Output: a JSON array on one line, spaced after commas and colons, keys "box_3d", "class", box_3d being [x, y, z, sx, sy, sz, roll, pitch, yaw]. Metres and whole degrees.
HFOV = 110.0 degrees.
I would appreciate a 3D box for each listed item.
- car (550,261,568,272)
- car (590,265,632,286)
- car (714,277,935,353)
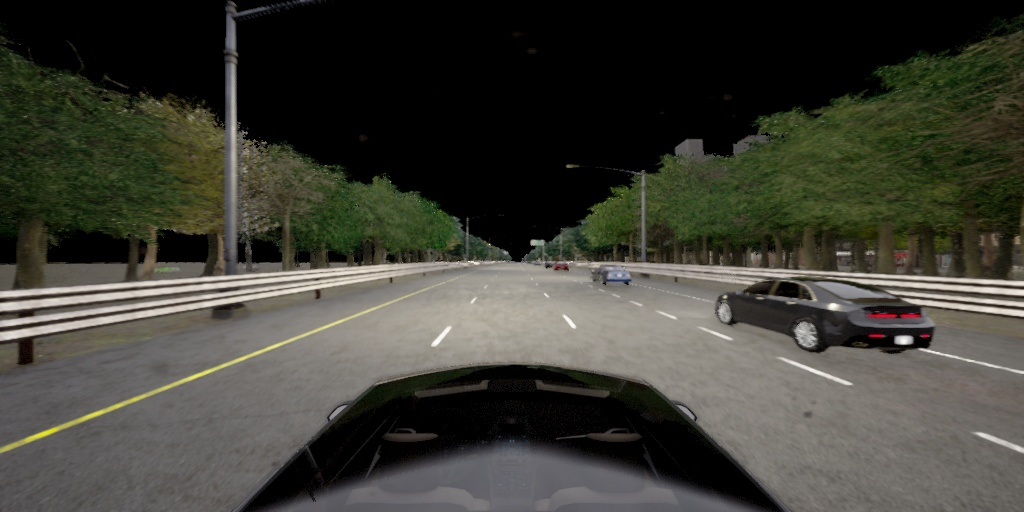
[{"box_3d": [7.145, 1.485, 53.105, 1.882, 1.535, 5.008, 0, -1, 0], "class": "car"}, {"box_3d": [7.033, 1.338, 25.959, 2.033, 1.411, 5.357, 0, 0, 0], "class": "car"}, {"box_3d": [7.005, 1.259, 8.834, 1.837, 1.490, 4.892, 0, 0, 0], "class": "car"}]
